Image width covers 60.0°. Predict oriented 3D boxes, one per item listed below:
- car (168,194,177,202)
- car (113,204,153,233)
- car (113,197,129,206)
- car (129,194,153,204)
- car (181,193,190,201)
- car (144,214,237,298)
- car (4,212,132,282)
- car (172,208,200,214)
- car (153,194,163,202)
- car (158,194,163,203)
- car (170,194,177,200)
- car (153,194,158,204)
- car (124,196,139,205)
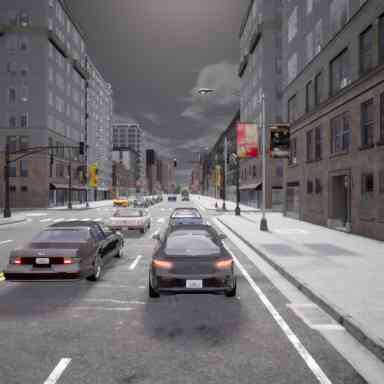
[{"bbox_3d":[-4.847,1.500,80.285,1.882,1.535,5.008,0,0,-1],"label":"car"},{"bbox_3d":[-3.513,1.606,19.432,1.895,1.301,4.718,0,0,-1],"label":"car"},{"bbox_3d":[-10.860,1.499,51.494,1.882,1.535,5.008,0,0,-1],"label":"car"},{"bbox_3d":[-7.577,1.512,50.021,2.128,1.511,4.902,0,0,-1],"label":"car"},{"bbox_3d":[-1.606,1.618,80.797,1.895,1.301,4.718,0,0,-1],"label":"car"},{"bbox_3d":[-0.038,1.527,8.429,1.812,1.442,4.674,0,0,-2],"label":"car"},{"bbox_3d":[-3.314,1.549,9.767,2.033,1.411,5.357,0,0,-1],"label":"car"},{"bbox_3d":[-0.334,1.552,18.016,2.033,1.411,5.357,0,0,-1],"label":"car"},{"bbox_3d":[-8.081,1.368,79.475,2.097,1.767,4.553,0,0,-1],"label":"car"},{"bbox_3d":[-7.874,1.551,69.244,2.128,1.511,4.902,0,0,-1],"label":"car"},{"bbox_3d":[-5.059,1.395,90.702,1.837,1.490,4.892,0,0,-1],"label":"car"},{"bbox_3d":[-7.748,1.515,59.374,2.128,1.511,4.902,0,0,-1],"label":"car"},{"bbox_3d":[-11.012,1.550,60.716,1.812,1.442,4.674,0,0,-1],"label":"car"}]
